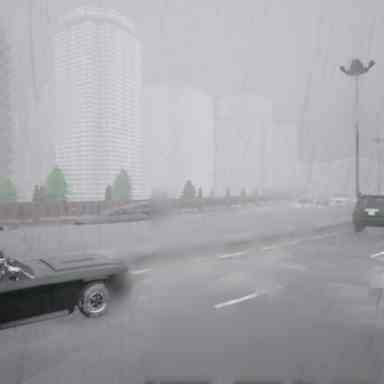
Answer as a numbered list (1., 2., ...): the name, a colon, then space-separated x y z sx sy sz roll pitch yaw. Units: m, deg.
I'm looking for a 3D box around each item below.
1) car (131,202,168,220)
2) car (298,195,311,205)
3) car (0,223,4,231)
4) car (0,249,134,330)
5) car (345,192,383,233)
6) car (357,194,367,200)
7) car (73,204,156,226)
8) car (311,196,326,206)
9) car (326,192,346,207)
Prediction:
1. car: -3.906 1.511 23.775 4.892 1.490 1.837 0 0 -44
2. car: 19.231 1.284 56.138 1.882 1.535 5.008 0 0 30
3. car: -8.827 1.531 10.737 5.008 1.535 1.882 0 0 -36
4. car: -3.453 1.622 5.717 4.718 1.301 1.895 0 0 -36
5. car: 10.666 1.129 18.312 2.150 2.045 5.566 0 0 43
6. car: 39.268 1.099 76.840 1.895 1.301 4.718 0 0 30
7. car: -4.436 1.579 18.628 4.181 1.385 1.994 0 0 -41
8. car: 20.220 1.297 50.877 2.128 1.511 4.902 0 0 30
9. car: 18.252 1.051 40.552 2.150 2.045 5.566 0 0 31
